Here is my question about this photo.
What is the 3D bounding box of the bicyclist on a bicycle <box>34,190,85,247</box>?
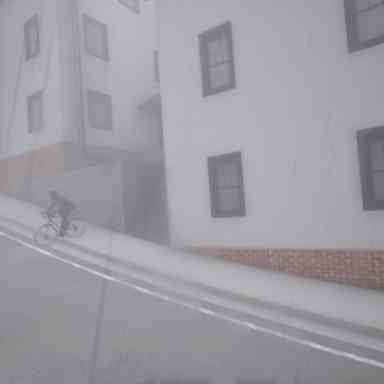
[{"bbox_3d":[-3.940,0.743,9.940,0.582,1.620,1.656,9,14,38],"label":"bicyclist on a bicycle"}]
